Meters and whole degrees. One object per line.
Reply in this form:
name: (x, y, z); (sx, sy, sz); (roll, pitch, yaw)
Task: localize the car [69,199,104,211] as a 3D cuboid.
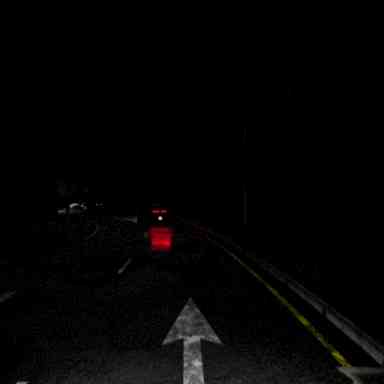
car: (-12.472, 1.471, 39.022); (5.357, 1.411, 2.033); (1, 0, 43)

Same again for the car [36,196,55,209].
car: (-18.487, 1.281, 40.628); (5.008, 1.535, 1.882); (2, 1, 40)

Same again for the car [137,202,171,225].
car: (-2.833, 1.495, 24.343); (1.837, 1.490, 4.892); (1, 0, -18)
